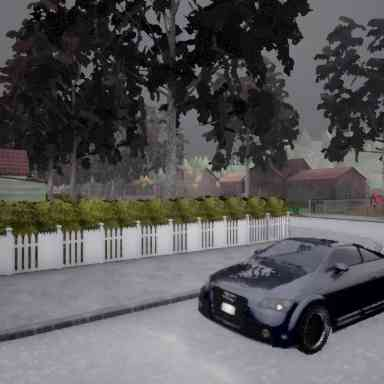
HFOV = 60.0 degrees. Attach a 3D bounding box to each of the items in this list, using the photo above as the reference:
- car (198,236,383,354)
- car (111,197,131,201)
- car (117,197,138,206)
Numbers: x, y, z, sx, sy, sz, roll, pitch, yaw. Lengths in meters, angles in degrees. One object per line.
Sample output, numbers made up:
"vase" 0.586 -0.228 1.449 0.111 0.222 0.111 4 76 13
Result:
"car" 2.169 1.564 6.147 4.181 1.385 1.994 0 0 -35
"car" -10.474 1.564 47.860 1.994 1.385 4.181 0 0 -34
"car" -10.781 1.564 55.468 1.994 1.385 4.181 0 0 -35
